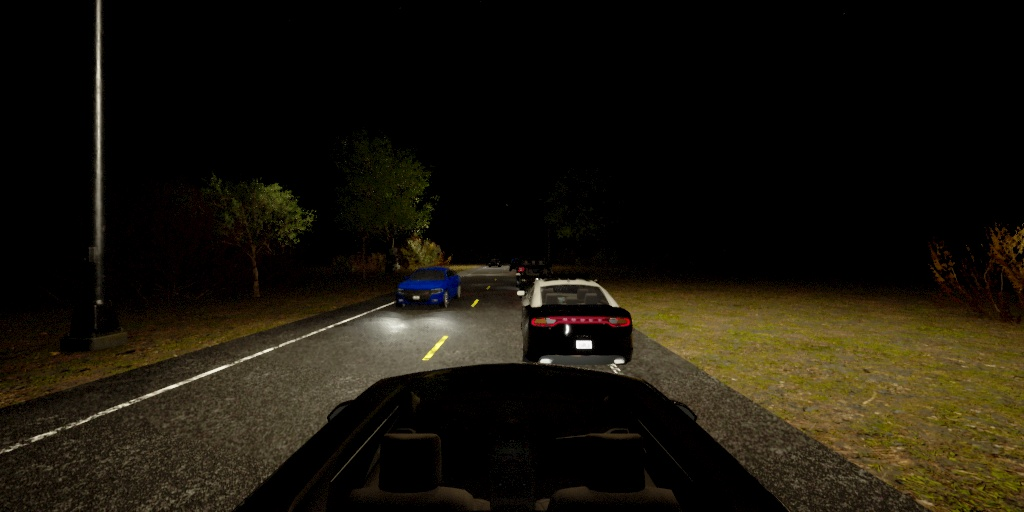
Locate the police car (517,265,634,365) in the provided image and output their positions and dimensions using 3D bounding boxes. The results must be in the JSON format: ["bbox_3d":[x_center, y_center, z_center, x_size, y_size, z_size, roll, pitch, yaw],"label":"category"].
[{"bbox_3d":[1.152,1.174,8.163,1.930,1.638,5.238,0,0,1],"label":"police car"}]

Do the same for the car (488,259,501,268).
[{"bbox_3d":[-2.843,1.190,58.751,1.837,1.490,4.892,0,0,1],"label":"car"}]

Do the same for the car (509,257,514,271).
[{"bbox_3d":[0.630,1.234,46.583,1.812,1.442,4.674,0,0,1],"label":"car"}]

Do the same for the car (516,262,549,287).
[{"bbox_3d":[1.278,1.250,18.052,1.837,1.490,4.892,0,0,1],"label":"car"}]

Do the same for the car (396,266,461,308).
[{"bbox_3d":[-3.408,1.223,15.376,1.882,1.535,5.008,0,0,1],"label":"car"}]

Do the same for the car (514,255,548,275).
[{"bbox_3d":[1.354,0.964,24.081,2.150,2.045,5.566,0,0,1],"label":"car"}]
